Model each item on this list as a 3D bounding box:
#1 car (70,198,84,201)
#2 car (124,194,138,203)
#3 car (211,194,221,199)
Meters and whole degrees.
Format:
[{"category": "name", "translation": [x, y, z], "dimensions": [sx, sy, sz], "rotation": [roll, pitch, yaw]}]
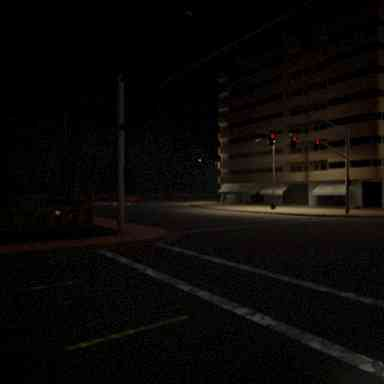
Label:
[{"category": "car", "translation": [-14.509, 1.431, 41.724], "dimensions": [1.895, 1.301, 4.718], "rotation": [5, -1, -9]}, {"category": "car", "translation": [-12.269, 1.202, 64.880], "dimensions": [2.097, 1.767, 4.553], "rotation": [0, 0, 15]}, {"category": "car", "translation": [7.478, 1.098, 91.579], "dimensions": [4.553, 1.767, 2.097], "rotation": [0, 0, -36]}]
